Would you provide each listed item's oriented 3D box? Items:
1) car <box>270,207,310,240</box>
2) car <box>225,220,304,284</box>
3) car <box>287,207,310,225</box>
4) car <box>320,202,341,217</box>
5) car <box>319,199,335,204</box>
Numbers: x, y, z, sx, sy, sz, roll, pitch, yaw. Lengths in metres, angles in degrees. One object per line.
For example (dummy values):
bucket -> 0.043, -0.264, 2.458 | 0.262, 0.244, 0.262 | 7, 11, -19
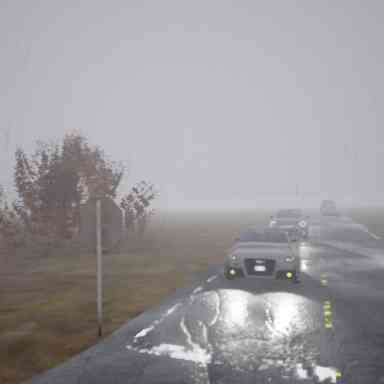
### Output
car -> 5.808, 1.754, 19.706 | 2.097, 1.767, 4.553 | -2, -2, 20
car -> 2.345, 1.793, 10.357 | 1.994, 1.385, 4.181 | -2, -2, 18
car -> 9.761, 2.126, 30.353 | 1.812, 1.442, 4.674 | -2, -2, 20
car -> 16.628, 2.278, 39.800 | 1.994, 1.385, 4.181 | -2, -2, 21
car -> 20.093, 2.112, 49.216 | 2.150, 2.045, 5.566 | -2, -2, 20
